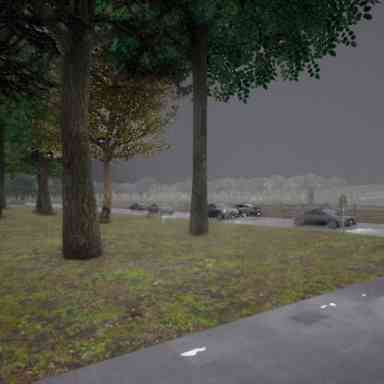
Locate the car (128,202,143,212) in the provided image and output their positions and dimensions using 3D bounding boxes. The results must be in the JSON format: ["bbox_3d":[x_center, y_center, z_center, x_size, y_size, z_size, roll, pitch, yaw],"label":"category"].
[{"bbox_3d":[-8.658,2.408,54.358,2.033,1.411,5.357,-1,0,-35],"label":"car"}]

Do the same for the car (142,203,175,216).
[{"bbox_3d":[-4.121,2.209,42.835,1.837,1.490,4.892,-1,-1,-35],"label":"car"}]

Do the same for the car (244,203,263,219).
[{"bbox_3d":[5.163,1.941,34.673,1.837,1.490,4.892,-1,0,-35],"label":"car"}]

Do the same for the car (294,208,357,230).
[{"bbox_3d":[9.350,1.841,23.601,1.994,1.385,4.181,-1,0,-36],"label":"car"}]

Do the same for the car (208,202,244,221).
[{"bbox_3d":[2.612,1.845,33.215,2.097,1.767,4.553,-1,0,-35],"label":"car"}]
